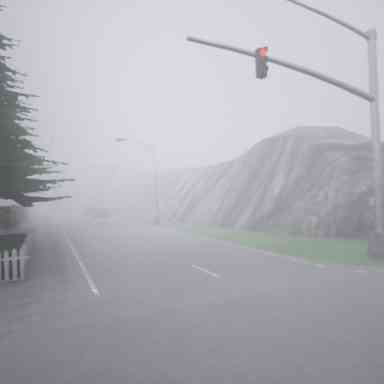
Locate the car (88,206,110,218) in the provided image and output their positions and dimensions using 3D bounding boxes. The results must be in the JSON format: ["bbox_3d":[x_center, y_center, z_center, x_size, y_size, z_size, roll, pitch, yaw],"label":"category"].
[{"bbox_3d":[-12.268,2.797,44.531,1.895,1.301,4.718,-2,-1,-23],"label":"car"}]

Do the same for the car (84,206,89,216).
[{"bbox_3d":[-16.102,2.977,53.255,1.812,1.442,4.674,-2,-1,-23],"label":"car"}]
